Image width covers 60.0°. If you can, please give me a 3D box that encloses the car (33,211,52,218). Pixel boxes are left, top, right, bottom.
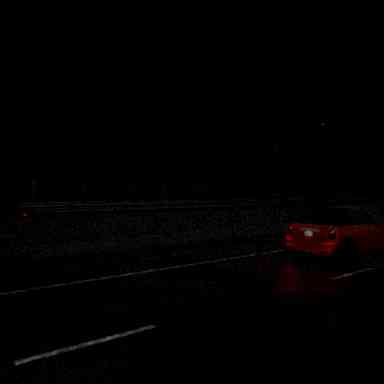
[{"bbox_3d":[-11.701,1.601,21.405,4.718,1.301,1.895,0,0,-35],"label":"car"}]

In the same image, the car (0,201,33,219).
[{"bbox_3d":[-11.159,1.351,17.501,4.553,1.767,2.097,0,0,-35],"label":"car"}]

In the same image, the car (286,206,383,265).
[{"bbox_3d":[5.494,1.356,11.962,4.553,1.767,2.097,0,0,-35],"label":"car"}]
